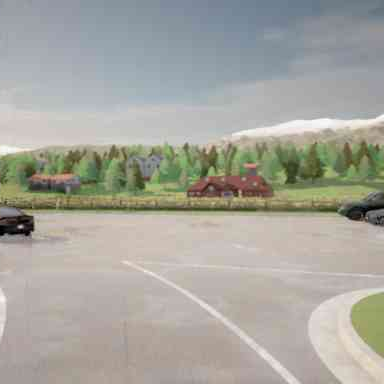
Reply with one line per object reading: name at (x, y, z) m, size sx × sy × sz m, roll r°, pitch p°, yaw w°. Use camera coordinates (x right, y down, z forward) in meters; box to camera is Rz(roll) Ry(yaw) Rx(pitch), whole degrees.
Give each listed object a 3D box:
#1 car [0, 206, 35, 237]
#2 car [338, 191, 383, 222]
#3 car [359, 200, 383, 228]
car at (-9.923, 1.460, 16.630) m, size 5.008 × 1.535 × 1.882 m, roll 0°, pitch 0°, yaw 34°
car at (12.974, 0.951, 22.519) m, size 5.566 × 2.045 × 2.150 m, roll 0°, pitch 0°, yaw 17°
car at (12.259, 1.323, 19.082) m, size 4.181 × 1.385 × 1.994 m, roll 0°, pitch 0°, yaw 17°
